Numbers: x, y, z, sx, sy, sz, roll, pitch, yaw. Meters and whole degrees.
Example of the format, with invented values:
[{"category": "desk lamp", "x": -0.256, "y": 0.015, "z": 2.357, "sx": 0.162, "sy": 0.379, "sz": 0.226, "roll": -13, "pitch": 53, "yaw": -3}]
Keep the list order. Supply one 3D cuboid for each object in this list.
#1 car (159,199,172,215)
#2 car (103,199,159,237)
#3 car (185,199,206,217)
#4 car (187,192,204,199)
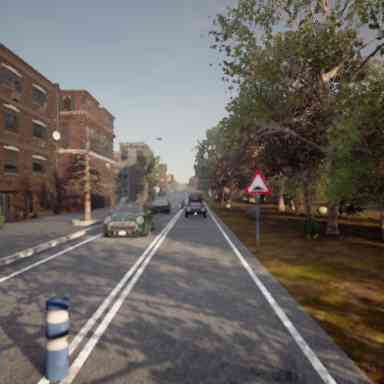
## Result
[{"category": "car", "x": -3.042, "y": 1.443, "z": 33.181, "sx": 1.882, "sy": 1.535, "sz": 5.008, "roll": 0, "pitch": 0, "yaw": 1}, {"category": "car", "x": -3.239, "y": 1.339, "z": 17.826, "sx": 2.097, "sy": 1.767, "sz": 4.553, "roll": 0, "pitch": 0, "yaw": 1}, {"category": "car", "x": 0.346, "y": 1.571, "z": 30.773, "sx": 1.895, "sy": 1.301, "sz": 4.718, "roll": 0, "pitch": 0, "yaw": 1}, {"category": "car", "x": 0.520, "y": 1.088, "z": 49.473, "sx": 2.150, "sy": 2.045, "sz": 5.566, "roll": 0, "pitch": -1, "yaw": 0}]
